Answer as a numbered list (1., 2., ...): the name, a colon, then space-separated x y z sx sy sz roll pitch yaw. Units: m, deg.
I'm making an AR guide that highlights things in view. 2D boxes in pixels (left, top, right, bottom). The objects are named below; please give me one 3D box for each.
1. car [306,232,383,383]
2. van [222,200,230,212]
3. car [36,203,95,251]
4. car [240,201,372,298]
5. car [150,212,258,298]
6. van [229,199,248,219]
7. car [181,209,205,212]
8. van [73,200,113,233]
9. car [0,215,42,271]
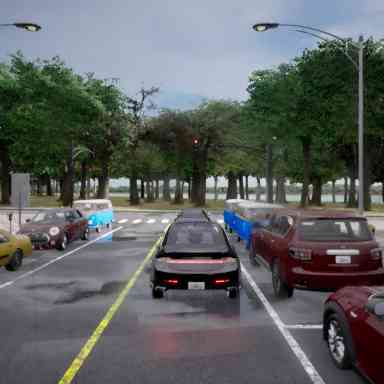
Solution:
1. car: 2.759 1.440 3.012 1.967 1.590 4.097 0 0 0
2. van: 2.748 1.343 19.325 1.690 1.788 3.998 0 0 0
3. car: -5.774 1.441 13.882 1.967 1.590 4.097 0 0 0
4. car: 2.755 1.315 8.450 2.192 1.841 5.009 0 0 0
5. car: 0.084 1.492 8.480 2.128 1.511 4.902 0 0 0
6. van: 2.751 1.342 13.888 1.690 1.788 3.998 0 0 0
7. car: 0.045 1.565 17.399 1.994 1.385 4.181 0 0 1
8. van: -5.777 1.343 19.320 1.690 1.788 3.998 0 0 0
9. car: -5.770 1.525 8.275 1.752 1.417 4.829 0 0 0
